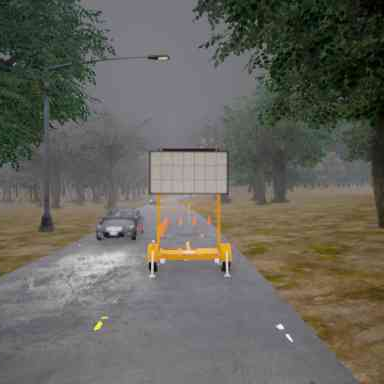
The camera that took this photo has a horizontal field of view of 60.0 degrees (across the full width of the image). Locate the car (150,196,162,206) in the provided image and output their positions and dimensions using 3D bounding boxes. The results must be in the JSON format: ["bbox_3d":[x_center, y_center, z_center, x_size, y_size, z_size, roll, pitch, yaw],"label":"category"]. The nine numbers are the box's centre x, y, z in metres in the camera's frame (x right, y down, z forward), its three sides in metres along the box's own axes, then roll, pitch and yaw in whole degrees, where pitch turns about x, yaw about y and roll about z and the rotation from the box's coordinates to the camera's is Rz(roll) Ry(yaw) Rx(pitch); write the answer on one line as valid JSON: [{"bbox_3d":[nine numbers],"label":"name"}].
[{"bbox_3d":[-6.409,1.529,59.024,2.097,1.767,4.553,0,0,-5],"label":"car"}]

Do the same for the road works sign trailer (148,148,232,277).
[{"bbox_3d":[-0.099,0.473,10.234,2.380,3.560,2.880,0,0,-2],"label":"road works sign trailer"}]

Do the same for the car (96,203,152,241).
[{"bbox_3d":[-3.451,1.508,16.722,2.128,1.511,4.902,0,0,-2],"label":"car"}]
